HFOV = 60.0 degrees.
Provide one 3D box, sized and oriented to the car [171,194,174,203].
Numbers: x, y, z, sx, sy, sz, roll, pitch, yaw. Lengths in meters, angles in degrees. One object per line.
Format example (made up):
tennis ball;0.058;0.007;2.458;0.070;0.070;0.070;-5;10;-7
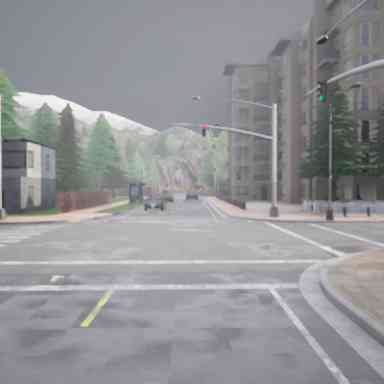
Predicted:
car;-3.574;0.937;47.652;1.895;1.301;4.718;0;1;0

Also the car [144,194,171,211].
car;-3.591;1.029;33.092;2.128;1.511;4.902;0;1;0

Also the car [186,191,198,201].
car;0.002;0.551;57.489;2.097;1.767;4.553;0;1;0
